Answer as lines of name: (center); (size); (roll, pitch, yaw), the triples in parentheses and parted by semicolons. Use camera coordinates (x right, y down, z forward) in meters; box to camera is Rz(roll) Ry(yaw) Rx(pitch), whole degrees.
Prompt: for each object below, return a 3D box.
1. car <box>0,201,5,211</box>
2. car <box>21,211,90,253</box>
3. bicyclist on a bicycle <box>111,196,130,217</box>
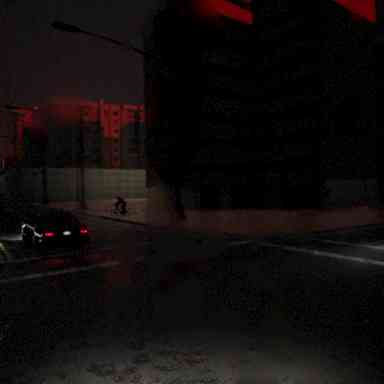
car: (-25.550, 1.763, 43.086); (1.895, 1.301, 4.718); (-2, 1, -34)
car: (-5.841, 1.530, 13.893); (2.033, 1.411, 5.357); (-2, 1, -34)
bicyclist on a bicycle: (-5.756, 1.169, 26.770); (1.656, 1.620, 0.582); (-2, 1, -34)
